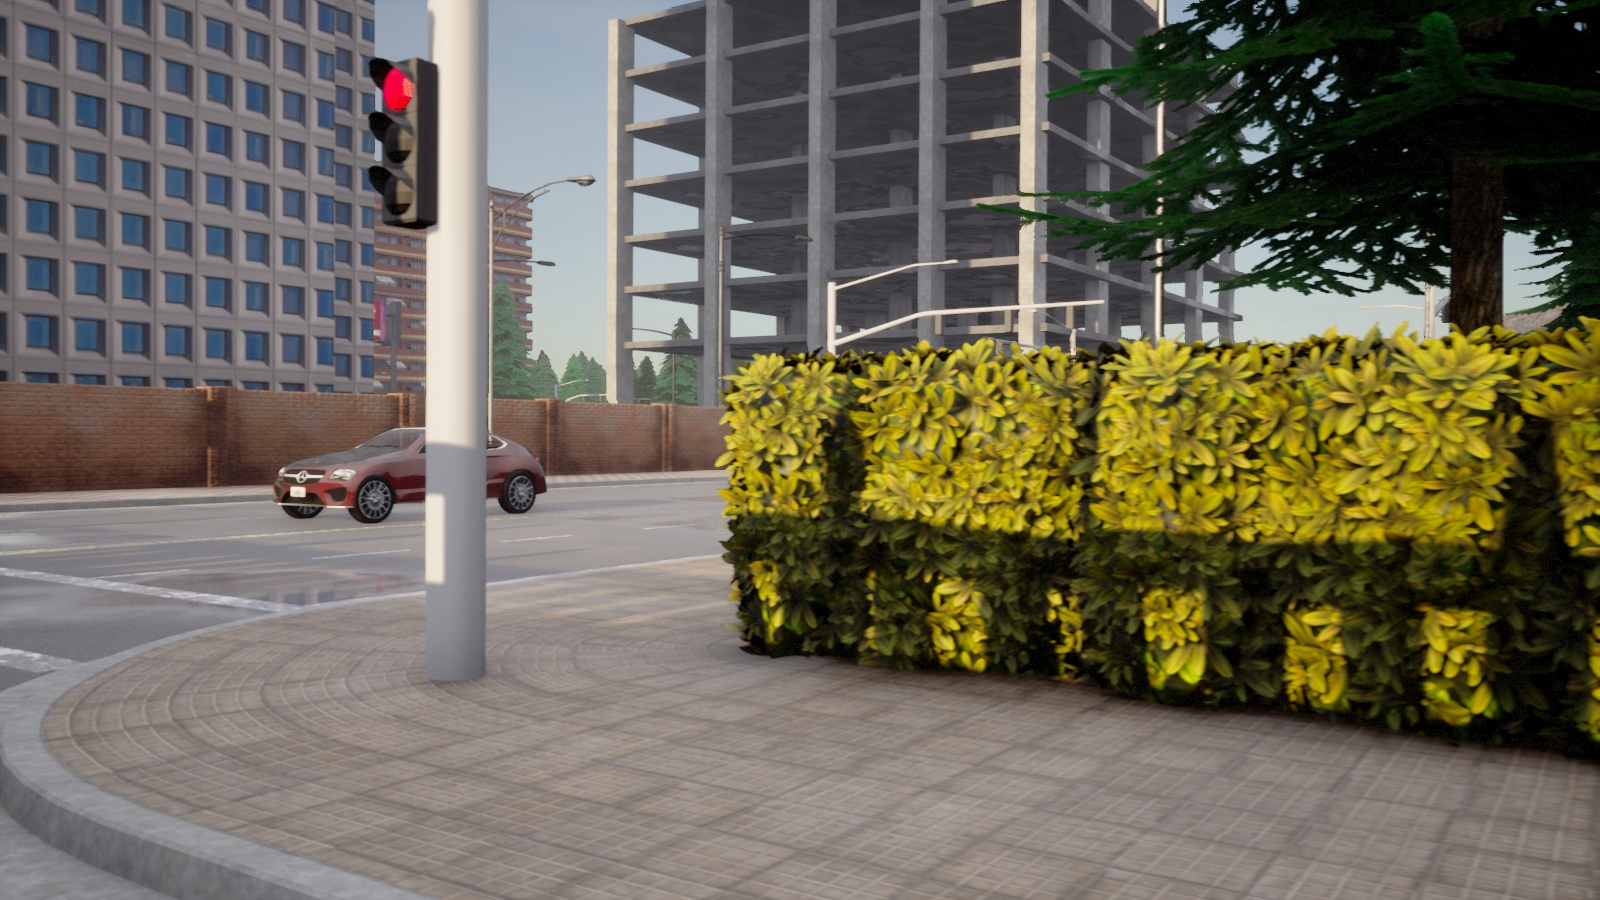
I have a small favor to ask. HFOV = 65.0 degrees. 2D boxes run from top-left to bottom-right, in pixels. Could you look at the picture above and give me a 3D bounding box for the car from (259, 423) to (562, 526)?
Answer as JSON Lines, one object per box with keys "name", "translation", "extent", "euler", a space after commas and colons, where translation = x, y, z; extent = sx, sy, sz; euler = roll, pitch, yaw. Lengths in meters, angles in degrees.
{"name": "car", "translation": [-6.901, 0.351, 22.841], "extent": [2.152, 1.651, 5.027], "euler": [0, 1, 33]}
